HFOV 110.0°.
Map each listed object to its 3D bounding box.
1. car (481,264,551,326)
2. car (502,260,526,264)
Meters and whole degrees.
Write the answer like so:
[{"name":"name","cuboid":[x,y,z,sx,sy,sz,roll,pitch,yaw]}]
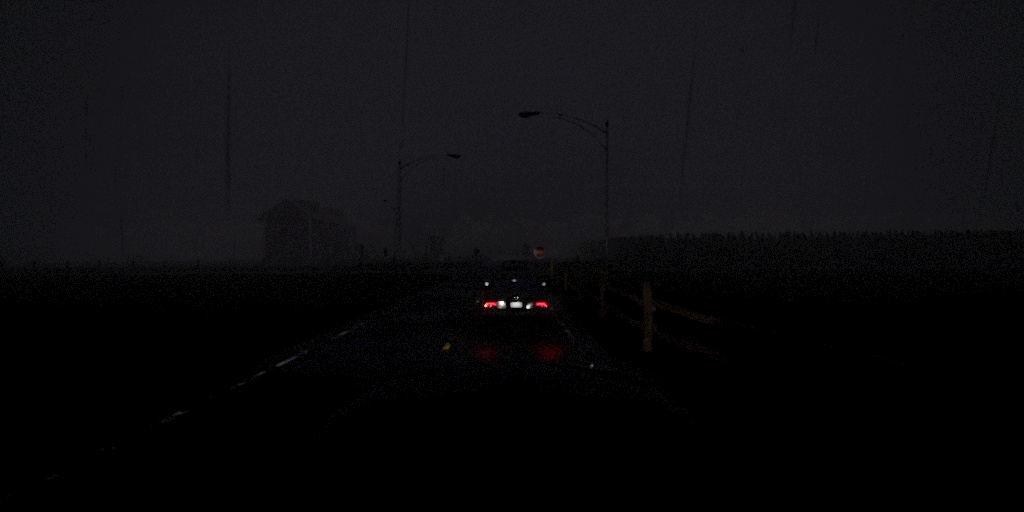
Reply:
[{"name":"car","cuboid":[0.105,1.156,10.937,2.033,1.411,5.357,0,1,0]},{"name":"car","cuboid":[0.113,0.962,20.874,1.837,1.490,4.892,0,1,0]}]
